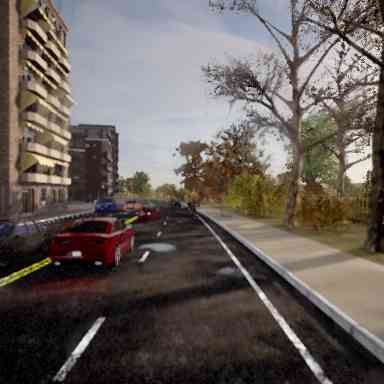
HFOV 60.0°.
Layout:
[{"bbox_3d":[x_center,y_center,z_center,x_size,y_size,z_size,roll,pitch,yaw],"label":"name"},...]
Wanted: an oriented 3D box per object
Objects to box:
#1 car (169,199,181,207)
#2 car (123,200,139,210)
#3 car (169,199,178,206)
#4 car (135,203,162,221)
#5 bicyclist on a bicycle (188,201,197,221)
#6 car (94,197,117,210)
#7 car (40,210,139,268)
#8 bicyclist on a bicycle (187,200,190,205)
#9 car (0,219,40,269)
[{"bbox_3d":[-3.111,2.262,65.318,2.033,1.411,5.357,0,-1,-5],"label":"car"},{"bbox_3d":[-8.149,1.866,45.459,2.097,1.767,4.553,0,-1,-4],"label":"car"},{"bbox_3d":[-4.342,2.315,76.948,1.882,1.535,5.008,0,-1,-6],"label":"car"},{"bbox_3d":[-3.925,1.918,31.577,1.994,1.385,4.181,0,-1,-3],"label":"car"},{"bbox_3d":[0.188,1.789,30.379,0.582,1.620,1.656,0,-1,-2],"label":"bicyclist on a bicycle"},{"bbox_3d":[-11.299,1.721,43.941,2.150,2.045,5.566,0,-1,-4],"label":"car"},{"bbox_3d":[-3.281,1.614,11.814,1.882,1.535,5.008,0,-1,-1],"label":"car"},{"bbox_3d":[-0.327,1.815,40.315,0.659,1.776,1.843,0,0,-3],"label":"bicyclist on a bicycle"},{"bbox_3d":[-6.726,1.690,11.978,2.033,1.411,5.357,0,-1,-1],"label":"car"}]
